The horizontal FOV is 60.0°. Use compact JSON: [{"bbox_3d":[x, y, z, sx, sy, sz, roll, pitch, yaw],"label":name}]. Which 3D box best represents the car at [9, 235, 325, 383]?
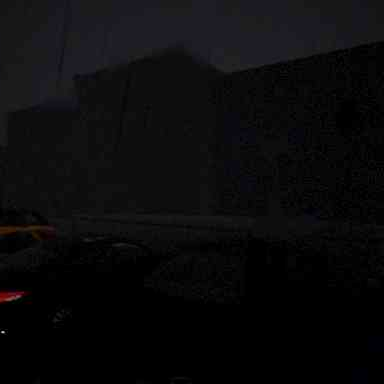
[{"bbox_3d":[0.472,1.477,4.817,2.097,1.535,5.008,0,0,36],"label":"car"}]

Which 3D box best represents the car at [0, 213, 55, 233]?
[{"bbox_3d":[-3.955,1.467,8.198,1.946,1.575,5.366,0,0,36],"label":"car"}]

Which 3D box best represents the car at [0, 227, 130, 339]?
[{"bbox_3d":[-1.799,1.515,6.428,2.002,1.452,4.674,0,0,36],"label":"car"}]

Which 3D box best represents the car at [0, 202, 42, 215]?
[{"bbox_3d":[-6.310,1.340,9.689,2.185,1.767,4.553,0,0,36],"label":"car"}]
